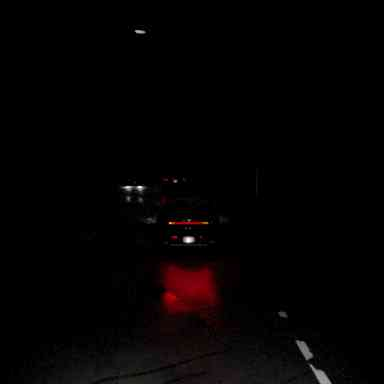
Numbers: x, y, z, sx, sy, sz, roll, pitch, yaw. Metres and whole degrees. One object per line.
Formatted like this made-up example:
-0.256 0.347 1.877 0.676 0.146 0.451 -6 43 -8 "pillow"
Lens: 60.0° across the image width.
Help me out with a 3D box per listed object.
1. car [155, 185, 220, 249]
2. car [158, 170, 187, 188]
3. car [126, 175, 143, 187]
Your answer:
-0.173 0.784 11.059 1.837 1.490 4.892 0 5 -2 "car"
-1.731 -0.936 29.307 2.150 2.045 5.566 0 4 -8 "car"
-7.766 -1.523 44.662 1.837 1.490 4.892 0 2 -12 "car"
